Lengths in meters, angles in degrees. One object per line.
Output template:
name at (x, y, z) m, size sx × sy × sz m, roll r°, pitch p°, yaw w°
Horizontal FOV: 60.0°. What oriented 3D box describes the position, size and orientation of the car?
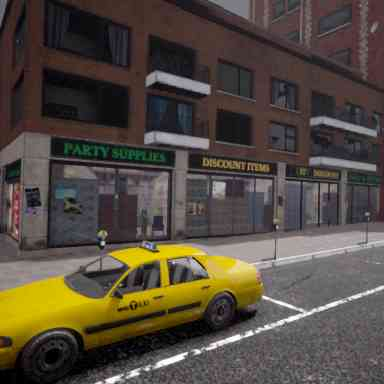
car at (-0.940, 1.527, 5.401) m, size 4.829 × 1.417 × 1.752 m, roll 0°, pitch 2°, yaw -35°
